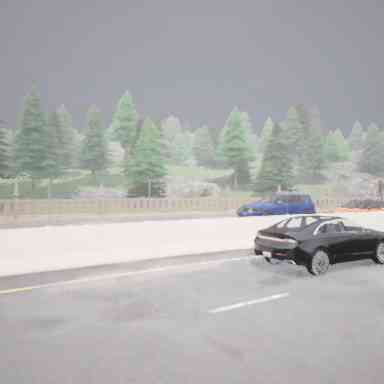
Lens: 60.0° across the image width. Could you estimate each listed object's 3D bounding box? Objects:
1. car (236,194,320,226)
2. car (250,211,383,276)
[{"bbox_3d":[6.022,1.151,23.208,5.566,2.045,2.150,0,0,-24],"label":"car"},{"bbox_3d":[4.116,1.463,10.182,4.902,1.511,2.128,0,0,-30],"label":"car"}]
